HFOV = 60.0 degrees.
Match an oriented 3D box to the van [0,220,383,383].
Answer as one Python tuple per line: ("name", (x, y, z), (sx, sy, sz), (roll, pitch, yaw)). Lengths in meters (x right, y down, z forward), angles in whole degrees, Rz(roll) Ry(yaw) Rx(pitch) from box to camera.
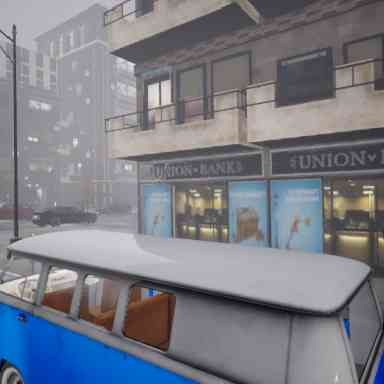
("van", (-0.367, 1.342, 3.124), (3.998, 1.788, 1.690), (0, -1, 36))

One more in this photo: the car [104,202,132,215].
("car", (-8.517, 1.797, 36.351), (1.947, 1.339, 4.313), (-2, -1, 36))

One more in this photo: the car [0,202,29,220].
("car", (-15.201, 1.608, 27.271), (1.967, 1.590, 4.097), (-2, -1, 36))

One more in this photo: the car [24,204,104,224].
("car", (-8.452, 1.583, 22.300), (1.947, 1.339, 4.313), (-2, -1, 36))
